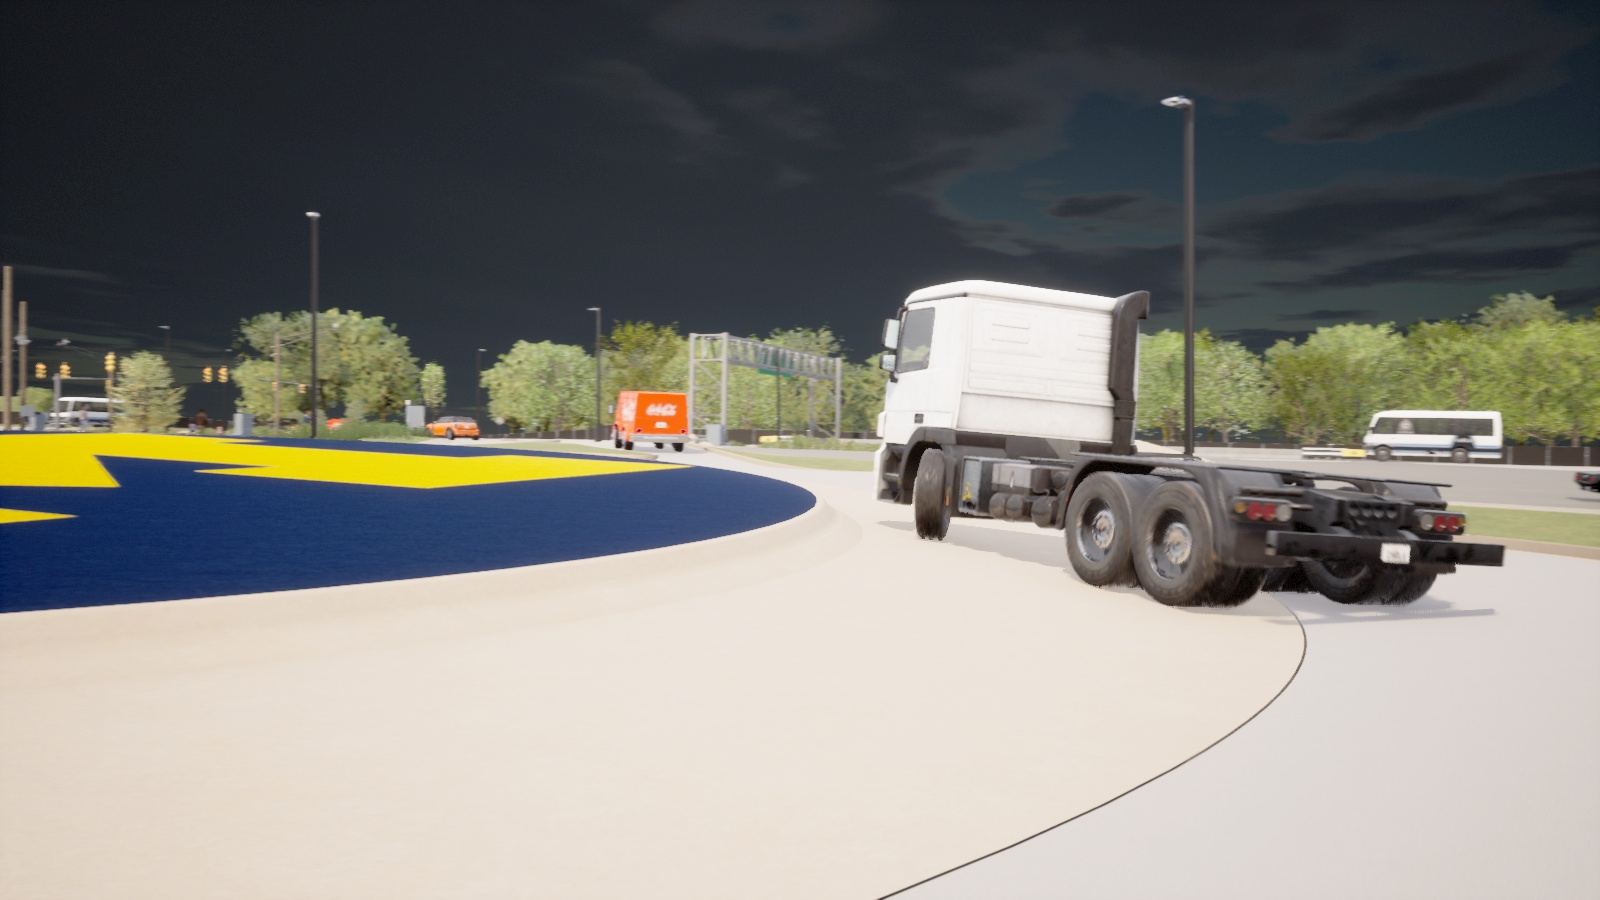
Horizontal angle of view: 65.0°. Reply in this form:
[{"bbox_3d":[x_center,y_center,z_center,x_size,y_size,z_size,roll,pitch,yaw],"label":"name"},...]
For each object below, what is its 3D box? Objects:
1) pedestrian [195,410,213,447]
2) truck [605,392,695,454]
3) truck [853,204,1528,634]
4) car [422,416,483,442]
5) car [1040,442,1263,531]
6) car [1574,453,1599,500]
[{"bbox_3d":[-29.638,-1.049,62.421,0.431,1.840,0.703,0,0,23],"label":"pedestrian"},{"bbox_3d":[-6.457,-1.211,53.354,2.627,2.467,5.204,1,2,-20],"label":"truck"},{"bbox_3d":[3.614,-0.368,14.423,2.891,3.462,7.936,4,1,-21],"label":"truck"},{"bbox_3d":[-24.134,-1.461,87.129,2.097,1.767,4.553,0,0,-45],"label":"car"},{"bbox_3d":[6.823,0.641,24.993,1.895,1.301,4.718,0,4,-19],"label":"car"},{"bbox_3d":[25.871,0.879,37.103,4.718,1.301,1.895,3,2,16],"label":"car"}]
